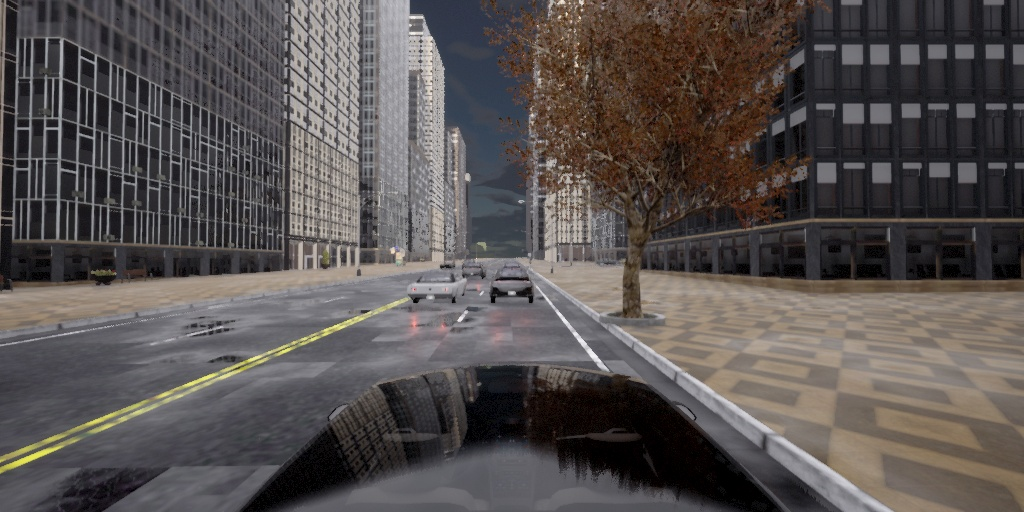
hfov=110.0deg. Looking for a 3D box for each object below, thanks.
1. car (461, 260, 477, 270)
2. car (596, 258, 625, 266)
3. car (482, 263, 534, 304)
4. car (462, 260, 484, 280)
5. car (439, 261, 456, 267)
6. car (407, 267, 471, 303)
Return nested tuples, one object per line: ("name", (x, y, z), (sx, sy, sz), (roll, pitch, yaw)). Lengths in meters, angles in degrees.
("car", (-6.500, 1.327, 54.508), (1.837, 1.490, 4.892), (0, 0, 0))
("car", (16.688, 1.049, 62.110), (4.403, 1.370, 2.007), (0, 0, -1))
("car", (0.000, 1.249, 16.503), (2.128, 1.511, 4.902), (0, 0, 0))
("car", (-3.250, 1.254, 31.505), (2.128, 1.511, 4.902), (0, 0, 0))
("car", (-9.751, 1.422, 54.477), (1.895, 1.301, 4.718), (0, 0, 0))
("car", (-3.250, 1.370, 16.532), (1.895, 1.301, 4.718), (0, 0, 0))
